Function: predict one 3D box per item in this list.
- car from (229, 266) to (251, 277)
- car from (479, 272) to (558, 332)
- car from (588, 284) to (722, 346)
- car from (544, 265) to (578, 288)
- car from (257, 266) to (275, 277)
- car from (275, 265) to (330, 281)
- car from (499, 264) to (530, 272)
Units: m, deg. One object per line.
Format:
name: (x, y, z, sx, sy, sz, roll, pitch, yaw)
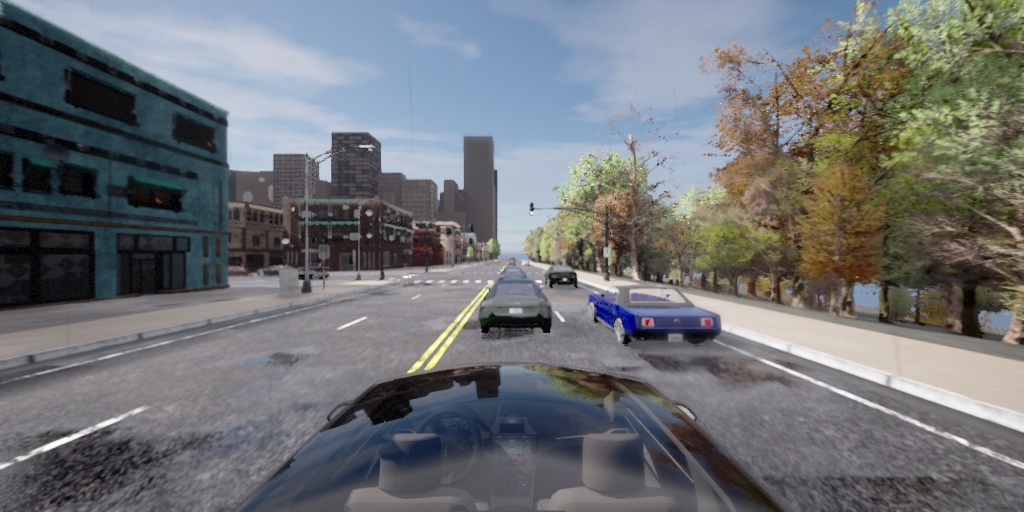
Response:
car: (-33.818, 1.894, 43.254, 4.207, 1.307, 1.802, 0, 0, 0)
car: (0.100, 1.367, 11.066, 1.994, 1.385, 4.181, 0, 0, 0)
car: (3.351, 1.395, 9.552, 1.895, 1.301, 4.718, 0, 0, 0)
car: (3.350, 1.361, 25.172, 1.882, 1.535, 5.008, 0, 0, 0)
car: (-28.282, 1.800, 43.248, 4.403, 1.370, 2.007, 0, 0, 0)
car: (-19.949, 1.755, 34.736, 4.313, 1.339, 1.948, 0, 0, 0)
car: (0.058, 1.445, 24.887, 1.994, 1.385, 4.181, 0, 0, -1)
